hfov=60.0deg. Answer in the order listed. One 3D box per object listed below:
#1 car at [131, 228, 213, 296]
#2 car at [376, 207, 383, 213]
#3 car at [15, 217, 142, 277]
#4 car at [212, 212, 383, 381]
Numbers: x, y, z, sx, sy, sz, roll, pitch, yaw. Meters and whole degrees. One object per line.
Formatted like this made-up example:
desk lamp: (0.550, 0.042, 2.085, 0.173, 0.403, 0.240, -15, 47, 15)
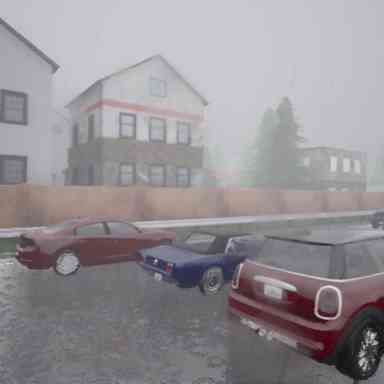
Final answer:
car: (1.044, 1.650, 8.792, 4.718, 1.301, 1.895, 1, 0, -36)
car: (13.823, 1.709, 22.209, 4.892, 1.490, 1.837, 1, 0, -36)
car: (-2.689, 1.509, 10.428, 5.008, 1.535, 1.882, 0, 0, -36)
car: (2.834, 1.399, 5.770, 4.553, 1.767, 2.097, 1, 0, -36)
